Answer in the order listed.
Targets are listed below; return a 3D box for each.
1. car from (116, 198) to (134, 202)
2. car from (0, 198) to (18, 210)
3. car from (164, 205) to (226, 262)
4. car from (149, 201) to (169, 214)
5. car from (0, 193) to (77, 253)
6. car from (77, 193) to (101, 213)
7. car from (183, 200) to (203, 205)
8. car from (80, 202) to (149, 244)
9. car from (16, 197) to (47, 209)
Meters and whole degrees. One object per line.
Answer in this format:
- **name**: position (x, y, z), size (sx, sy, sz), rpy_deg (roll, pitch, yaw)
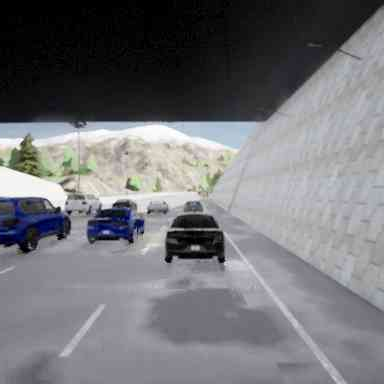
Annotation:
- **car**: position (-6.885, 1.395, 34.476), size (1.882, 1.535, 5.008), rpy_deg (0, 0, 0)
- **car**: position (-24.555, 1.500, 42.836), size (1.895, 1.301, 4.718), rpy_deg (0, 0, 0)
- **car**: position (0.099, 1.448, 12.033), size (1.882, 1.535, 5.008), rpy_deg (0, 0, 0)
- **car**: position (-3.385, 1.519, 33.948), size (1.895, 1.301, 4.718), rpy_deg (0, 0, 0)
- **car**: position (-6.902, 1.189, 13.680), size (2.150, 2.045, 5.566), rpy_deg (0, 0, 0)
- **car**: position (-10.386, 1.145, 32.138), size (2.150, 2.045, 5.566), rpy_deg (0, 0, 0)
- **car**: position (0.112, 1.472, 31.098), size (2.033, 1.411, 5.357), rpy_deg (0, 0, 0)
- **car**: position (-3.400, 1.440, 15.654), size (1.882, 1.535, 5.008), rpy_deg (0, 0, 0)
- **car**: position (-21.053, 1.422, 43.766), size (1.812, 1.442, 4.674), rpy_deg (0, 0, 0)
